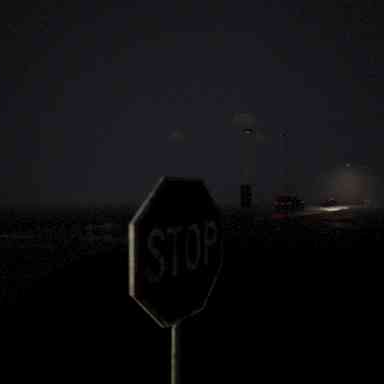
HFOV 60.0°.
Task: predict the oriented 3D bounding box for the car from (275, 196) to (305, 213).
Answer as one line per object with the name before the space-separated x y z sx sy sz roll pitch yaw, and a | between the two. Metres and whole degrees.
car | 12.125 1.499 41.095 2.150 2.045 5.566 0 0 36

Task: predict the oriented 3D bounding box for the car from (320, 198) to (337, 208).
car | 23.064 1.834 56.003 2.128 1.511 4.902 0 0 36
